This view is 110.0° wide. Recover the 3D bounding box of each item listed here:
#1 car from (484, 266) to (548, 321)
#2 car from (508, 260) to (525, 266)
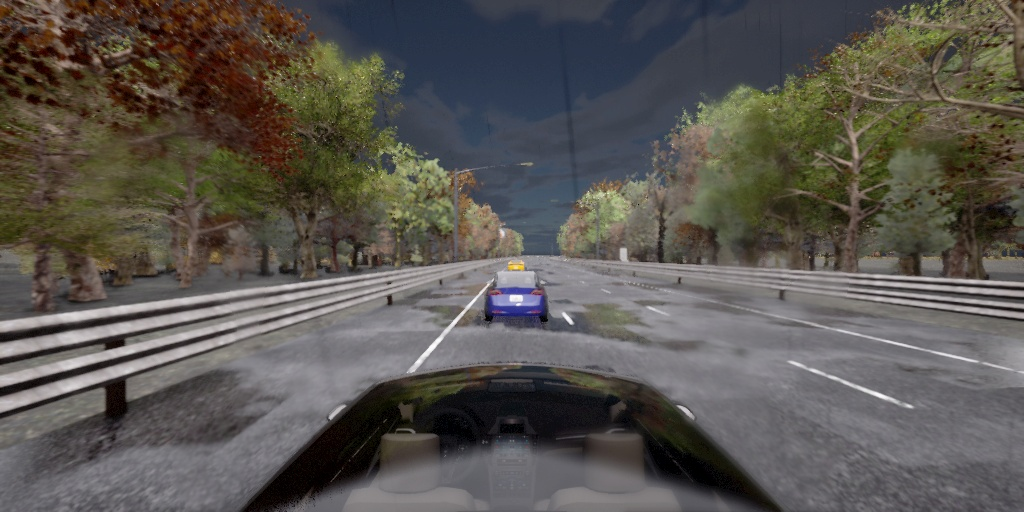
[{"bbox_3d":[0.135,1.250,12.542,2.163,1.488,4.792,0,0,0],"label":"car"},{"bbox_3d":[0.532,1.212,44.031,1.882,1.535,5.008,0,0,1],"label":"car"}]
